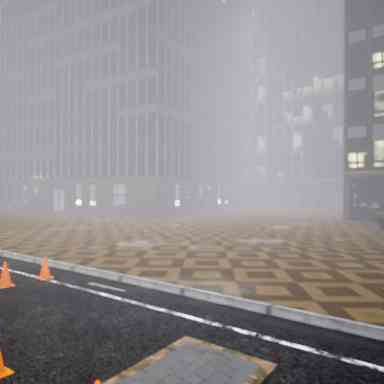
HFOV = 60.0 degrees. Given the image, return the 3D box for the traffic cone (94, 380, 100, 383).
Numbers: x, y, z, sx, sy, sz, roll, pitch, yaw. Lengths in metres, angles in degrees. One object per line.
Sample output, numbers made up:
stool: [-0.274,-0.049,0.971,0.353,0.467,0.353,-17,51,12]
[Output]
traffic cone: [-0.843,1.974,2.956,0.340,0.580,0.340,0,0,36]

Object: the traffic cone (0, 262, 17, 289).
traffic cone: [-4.522,1.999,8.101,0.340,0.580,0.340,0,0,36]

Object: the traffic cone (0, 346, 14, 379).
traffic cone: [-2.461,1.979,4.132,0.340,0.580,0.340,0,0,36]

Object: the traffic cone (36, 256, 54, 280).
traffic cone: [-3.934,2.005,8.910,0.340,0.580,0.340,0,0,36]
